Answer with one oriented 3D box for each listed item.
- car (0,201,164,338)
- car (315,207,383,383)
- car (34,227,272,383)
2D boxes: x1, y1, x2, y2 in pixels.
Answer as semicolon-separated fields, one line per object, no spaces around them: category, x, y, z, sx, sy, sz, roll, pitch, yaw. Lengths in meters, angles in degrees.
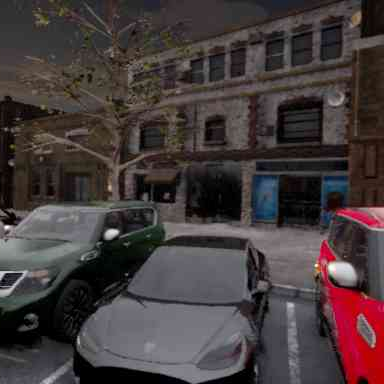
car;-2.281;1.230;6.987;2.435;2.045;5.566;1;-1;15
car;2.627;1.232;3.511;2.435;2.045;5.566;1;-1;15
car;0.169;1.511;5.247;2.163;1.488;4.792;1;-1;15
